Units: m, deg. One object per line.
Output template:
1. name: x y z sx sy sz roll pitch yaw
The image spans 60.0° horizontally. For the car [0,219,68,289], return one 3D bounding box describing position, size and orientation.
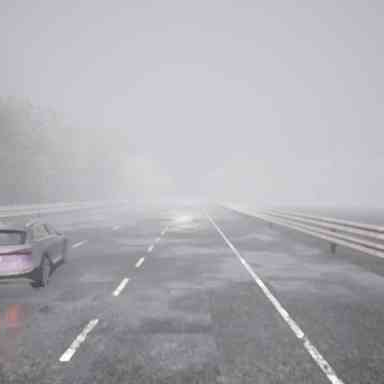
1. car: -4.774 1.558 9.320 2.033 1.649 4.856 0 -1 -12
